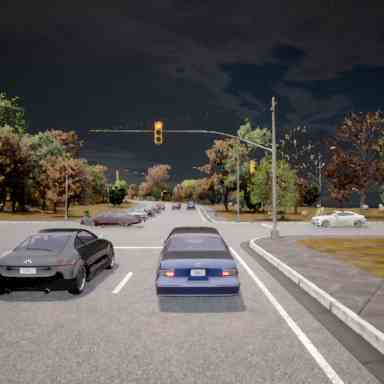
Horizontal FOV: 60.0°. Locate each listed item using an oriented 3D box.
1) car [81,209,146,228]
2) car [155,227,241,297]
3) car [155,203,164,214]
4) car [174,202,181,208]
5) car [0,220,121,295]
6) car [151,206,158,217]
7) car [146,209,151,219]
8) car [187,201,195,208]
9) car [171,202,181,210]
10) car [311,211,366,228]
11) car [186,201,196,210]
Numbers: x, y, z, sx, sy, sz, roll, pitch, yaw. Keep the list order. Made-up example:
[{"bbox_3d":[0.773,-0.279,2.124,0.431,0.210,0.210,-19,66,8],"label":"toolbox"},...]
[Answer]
[{"bbox_3d":[-7.180,2.445,29.836,5.357,1.411,2.033,0,-3,4],"label":"car"},{"bbox_3d":[0.068,1.645,8.894,2.033,1.411,5.357,0,-1,-1],"label":"car"},{"bbox_3d":[-7.218,3.525,64.965,2.033,1.411,5.357,0,0,0],"label":"car"},{"bbox_3d":[-3.863,3.414,88.211,1.837,1.490,4.892,0,0,-4],"label":"car"},{"bbox_3d":[-3.446,1.664,9.001,1.994,1.385,4.181,0,-1,0],"label":"car"},{"bbox_3d":[-7.242,3.461,55.218,1.895,1.301,4.718,0,-1,0],"label":"car"},{"bbox_3d":[-7.234,3.138,46.198,1.812,1.442,4.674,0,-2,0],"label":"car"},{"bbox_3d":[-0.340,3.229,87.954,1.882,1.535,5.008,0,0,-4],"label":"car"},{"bbox_3d":[-3.718,3.473,78.235,1.812,1.442,4.674,0,0,0],"label":"car"},{"bbox_3d":[13.029,2.412,29.644,4.674,1.442,1.812,0,-3,-2],"label":"car"},{"bbox_3d":[-0.217,3.298,77.775,2.097,1.767,4.553,0,0,0],"label":"car"}]
